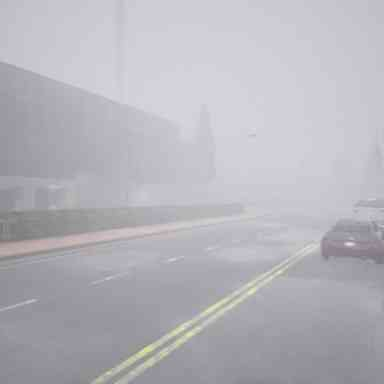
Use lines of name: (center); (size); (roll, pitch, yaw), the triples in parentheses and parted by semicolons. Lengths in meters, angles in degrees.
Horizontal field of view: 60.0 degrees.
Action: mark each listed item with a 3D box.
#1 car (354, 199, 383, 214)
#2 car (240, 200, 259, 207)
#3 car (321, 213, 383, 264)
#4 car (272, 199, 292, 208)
car: (13.457, 1.512, 24.924); (2.150, 2.045, 5.566); (0, 0, 31)
car: (11.068, 2.114, 64.086); (1.895, 1.301, 4.718); (1, 0, -20)
car: (6.228, 1.704, 12.652); (1.994, 1.385, 4.181); (0, 0, 31)
car: (16.001, 2.036, 59.320); (1.837, 1.490, 4.892); (1, 0, -12)
